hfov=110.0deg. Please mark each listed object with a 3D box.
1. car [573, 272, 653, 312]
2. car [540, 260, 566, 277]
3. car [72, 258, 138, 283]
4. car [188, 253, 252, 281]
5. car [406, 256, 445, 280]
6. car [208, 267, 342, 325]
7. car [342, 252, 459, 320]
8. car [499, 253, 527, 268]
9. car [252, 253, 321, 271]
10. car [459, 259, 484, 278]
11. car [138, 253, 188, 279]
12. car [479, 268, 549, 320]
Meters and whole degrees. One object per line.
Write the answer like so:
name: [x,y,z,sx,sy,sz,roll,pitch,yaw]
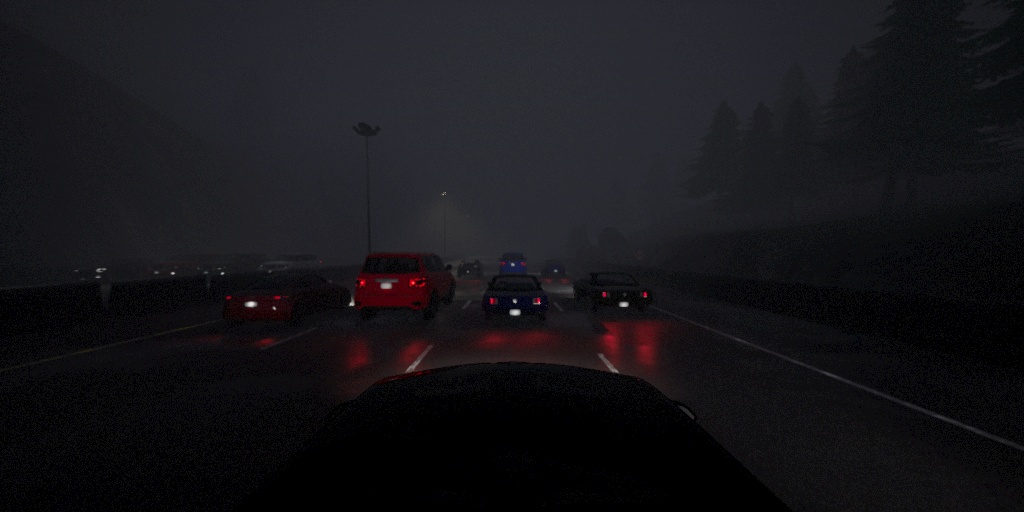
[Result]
car: [3.590,1.252,13.703,1.895,1.301,4.718,0,0,0]
car: [3.572,1.030,31.518,1.812,1.442,4.674,0,1,0]
car: [-28.068,0.915,25.686,2.097,1.767,4.553,0,1,1]
car: [-21.050,0.771,27.472,2.150,2.045,5.566,0,0,0]
car: [-6.926,0.880,29.246,2.097,1.767,4.553,0,0,0]
car: [-6.908,1.236,11.493,1.994,1.385,4.181,0,0,0]
car: [-3.409,0.885,12.397,2.150,2.045,5.566,0,0,0]
car: [0.074,0.741,29.887,2.150,2.045,5.566,0,0,0]
car: [-17.539,0.762,28.718,2.150,2.045,5.566,0,0,0]
car: [-3.427,1.009,30.363,2.128,1.511,4.902,0,0,0]
car: [-24.550,0.772,27.539,2.150,2.045,5.566,0,0,0]
car: [0.090,1.265,12.201,1.895,1.301,4.718,0,0,0]
